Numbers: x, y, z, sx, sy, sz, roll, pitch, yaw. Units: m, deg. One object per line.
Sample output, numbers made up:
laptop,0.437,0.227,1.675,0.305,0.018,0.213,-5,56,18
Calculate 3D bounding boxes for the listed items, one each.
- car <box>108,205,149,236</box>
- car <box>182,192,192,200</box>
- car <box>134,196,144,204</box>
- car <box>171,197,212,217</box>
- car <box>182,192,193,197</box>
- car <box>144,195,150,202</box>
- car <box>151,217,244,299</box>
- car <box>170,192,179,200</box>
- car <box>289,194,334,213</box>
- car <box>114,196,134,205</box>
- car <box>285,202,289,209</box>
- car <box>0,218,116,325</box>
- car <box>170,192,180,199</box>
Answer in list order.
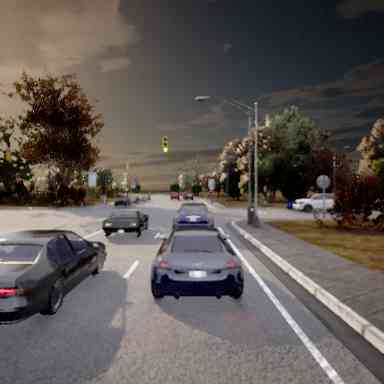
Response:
car,-3.504,1.616,18.399,1.895,1.301,4.718,0,0,-1
car,-1.461,1.000,93.461,2.150,2.045,5.566,0,0,-7
car,-10.731,1.459,60.911,2.128,1.511,4.902,0,0,0
car,0.058,1.365,18.333,2.097,1.767,4.553,0,0,0
car,-0.704,1.329,83.500,1.882,1.535,5.008,0,0,-4
car,-10.763,1.525,70.868,1.895,1.301,4.718,0,0,-1
car,0.086,1.587,8.555,1.994,1.385,4.181,0,0,-1
car,-4.973,0.999,93.338,2.150,2.045,5.566,0,0,-7
car,14.201,1.217,37.045,5.566,2.045,2.150,0,0,-3
car,-10.730,1.583,51.809,1.895,1.301,4.718,0,0,0
car,13.838,1.469,40.526,5.008,1.535,1.882,0,0,-3
car,-3.411,1.570,7.497,2.033,1.411,5.357,0,0,0
car,-4.154,1.083,82.595,2.150,2.045,5.566,0,0,-3
